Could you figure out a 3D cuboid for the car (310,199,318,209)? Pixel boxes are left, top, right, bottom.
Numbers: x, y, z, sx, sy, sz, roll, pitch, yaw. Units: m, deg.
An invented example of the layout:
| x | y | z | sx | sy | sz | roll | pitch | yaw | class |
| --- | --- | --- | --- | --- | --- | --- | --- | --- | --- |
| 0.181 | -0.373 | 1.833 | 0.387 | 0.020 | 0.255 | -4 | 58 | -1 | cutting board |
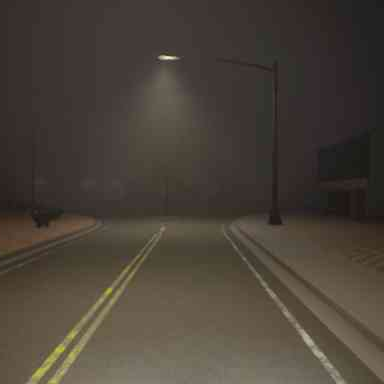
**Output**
| x | y | z | sx | sy | sz | roll | pitch | yaw | class |
| --- | --- | --- | --- | --- | --- | --- | --- | --- | --- |
| 17.312 | 1.510 | 43.342 | 4.674 | 1.442 | 1.812 | 0 | 0 | -35 | car |
